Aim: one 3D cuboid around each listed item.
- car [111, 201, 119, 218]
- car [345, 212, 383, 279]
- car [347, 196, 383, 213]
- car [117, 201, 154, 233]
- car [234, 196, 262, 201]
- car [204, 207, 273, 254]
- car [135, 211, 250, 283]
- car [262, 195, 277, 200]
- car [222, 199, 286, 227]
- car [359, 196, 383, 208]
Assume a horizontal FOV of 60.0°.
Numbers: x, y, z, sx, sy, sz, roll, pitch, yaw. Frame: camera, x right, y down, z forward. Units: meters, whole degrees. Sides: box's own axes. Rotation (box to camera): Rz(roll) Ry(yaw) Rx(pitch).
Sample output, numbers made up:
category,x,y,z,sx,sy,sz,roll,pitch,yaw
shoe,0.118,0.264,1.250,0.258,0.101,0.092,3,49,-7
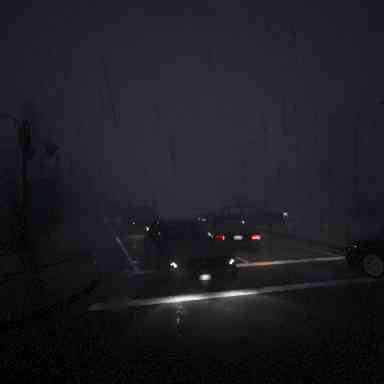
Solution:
category,x,y,z,sx,sy,sz,roll,pitch,yaw
car,-6.280,1.515,30.103,2.033,1.411,5.357,0,0,-17
car,6.534,1.475,8.257,5.008,1.535,1.882,0,0,39
car,15.578,1.356,29.226,1.970,1.475,3.806,0,0,-17
car,-3.111,1.529,19.954,2.033,1.411,5.357,0,0,-17
car,7.327,1.287,46.177,2.007,1.523,4.514,0,0,-17
car,1.348,1.538,13.403,2.033,1.411,5.357,0,0,-4
car,-0.370,1.543,10.122,2.033,1.411,5.357,0,0,-15
car,10.314,1.277,47.135,2.152,1.636,5.027,0,0,-17
car,2.840,1.467,19.908,5.357,1.411,2.033,-3,1,-15
car,23.875,1.273,43.219,1.845,1.501,3.633,0,0,-17
